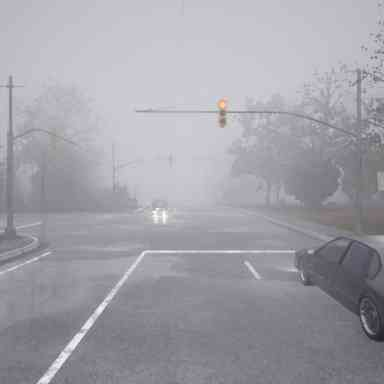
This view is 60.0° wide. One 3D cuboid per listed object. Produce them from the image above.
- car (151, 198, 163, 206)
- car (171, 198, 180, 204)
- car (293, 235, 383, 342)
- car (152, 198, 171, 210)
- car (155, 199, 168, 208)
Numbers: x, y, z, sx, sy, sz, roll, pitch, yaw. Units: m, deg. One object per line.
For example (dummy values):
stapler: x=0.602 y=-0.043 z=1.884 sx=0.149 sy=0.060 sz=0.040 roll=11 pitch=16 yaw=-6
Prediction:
car: x=-7.178 y=2.043 z=67.935 sx=1.837 sy=1.490 sz=4.892 roll=0 pitch=-1 yaw=-12
car: x=-4.521 y=2.189 z=82.972 sx=2.097 sy=1.767 sz=4.553 roll=0 pitch=-1 yaw=-22
car: x=3.593 y=1.547 z=6.415 sx=2.033 sy=1.411 sz=5.357 roll=0 pitch=0 yaw=0
car: x=-4.120 y=1.570 z=43.569 sx=2.128 sy=1.511 sz=4.902 roll=0 pitch=-1 yaw=-3
car: x=-4.918 y=1.825 z=53.563 sx=1.895 sy=1.301 sz=4.718 roll=0 pitch=-1 yaw=-7
